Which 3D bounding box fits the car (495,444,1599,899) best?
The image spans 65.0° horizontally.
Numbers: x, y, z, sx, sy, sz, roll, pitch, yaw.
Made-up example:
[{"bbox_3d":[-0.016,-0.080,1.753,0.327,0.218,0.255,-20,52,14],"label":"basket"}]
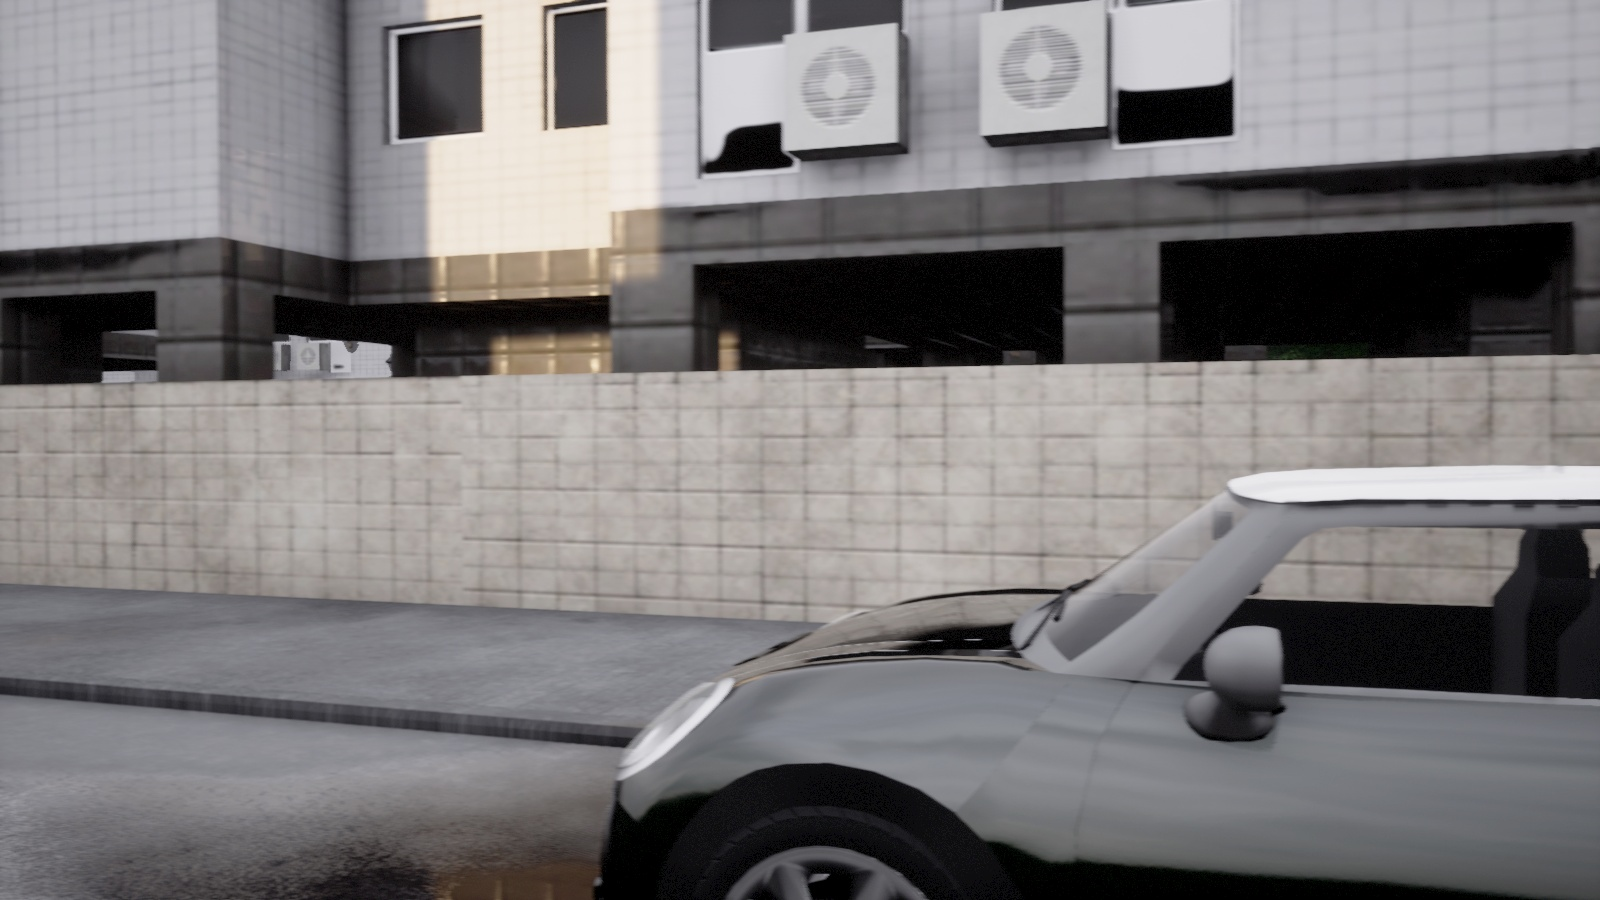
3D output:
[{"bbox_3d":[1.407,0.745,3.246,3.806,1.475,1.970,1,1,19],"label":"car"}]
